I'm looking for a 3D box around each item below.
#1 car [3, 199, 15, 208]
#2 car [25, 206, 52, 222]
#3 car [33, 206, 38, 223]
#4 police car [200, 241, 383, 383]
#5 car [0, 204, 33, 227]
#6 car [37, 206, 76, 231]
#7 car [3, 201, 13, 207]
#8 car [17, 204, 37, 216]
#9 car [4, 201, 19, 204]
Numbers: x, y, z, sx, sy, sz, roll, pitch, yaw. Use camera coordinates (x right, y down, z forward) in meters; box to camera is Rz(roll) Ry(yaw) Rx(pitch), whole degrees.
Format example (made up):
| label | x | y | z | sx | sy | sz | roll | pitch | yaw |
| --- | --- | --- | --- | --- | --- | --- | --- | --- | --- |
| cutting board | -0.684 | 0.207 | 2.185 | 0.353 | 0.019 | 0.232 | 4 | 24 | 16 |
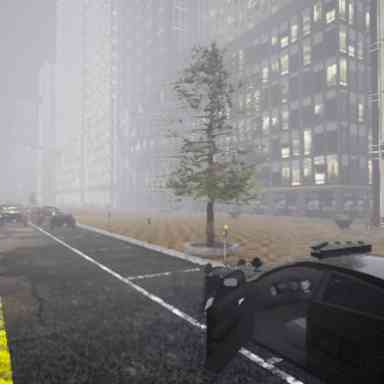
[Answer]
| label | x | y | z | sx | sy | sz | roll | pitch | yaw |
| --- | --- | --- | --- | --- | --- | --- | --- | --- | --- |
| car | -42.395 | 2.658 | 77.106 | 2.192 | 1.841 | 5.009 | 1 | -2 | -32 |
| car | -15.511 | 2.132 | 33.534 | 1.887 | 1.381 | 4.507 | 1 | -2 | -32 |
| car | -12.523 | 1.945 | 28.695 | 1.967 | 1.590 | 4.097 | 1 | -2 | -32 |
| police car | 1.940 | 1.520 | 4.631 | 1.930 | 1.638 | 5.238 | 1 | -1 | -32 |
| car | -14.488 | 1.958 | 26.886 | 2.128 | 1.511 | 4.902 | 1 | -1 | -31 |
| car | -9.536 | 1.973 | 23.852 | 2.008 | 1.369 | 4.403 | 1 | -2 | -32 |
| car | -45.384 | 2.973 | 81.941 | 1.887 | 1.381 | 4.507 | 1 | -2 | -32 |
| car | -21.486 | 2.304 | 43.216 | 2.008 | 1.369 | 4.403 | 1 | -2 | -32 |
| car | -20.900 | 2.150 | 37.253 | 1.837 | 1.490 | 4.892 | 1 | -1 | -31 |
